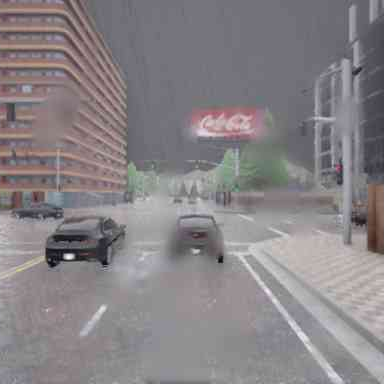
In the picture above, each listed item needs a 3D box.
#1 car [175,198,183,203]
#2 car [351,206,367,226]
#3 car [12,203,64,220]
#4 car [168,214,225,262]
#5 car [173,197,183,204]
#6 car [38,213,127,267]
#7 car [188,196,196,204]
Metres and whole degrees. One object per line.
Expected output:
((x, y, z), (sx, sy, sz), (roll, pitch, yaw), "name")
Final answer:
((-3.495, 2.176, 88.744), (1.895, 1.301, 4.718), (0, 0, -6), "car")
((13.194, 1.667, 22.656), (4.892, 1.490, 1.837), (0, -1, 1), "car")
((-13.531, 1.714, 29.112), (4.892, 1.490, 1.837), (0, -2, 23), "car")
((0.174, 1.595, 12.527), (1.837, 1.490, 4.892), (0, 0, 1), "car")
((-3.493, 2.066, 79.638), (1.837, 1.490, 4.892), (0, 0, 0), "car")
((-3.532, 1.590, 11.785), (1.837, 1.490, 4.892), (0, 0, -2), "car")
((0.007, 2.157, 79.082), (1.895, 1.301, 4.718), (0, 0, 0), "car")
